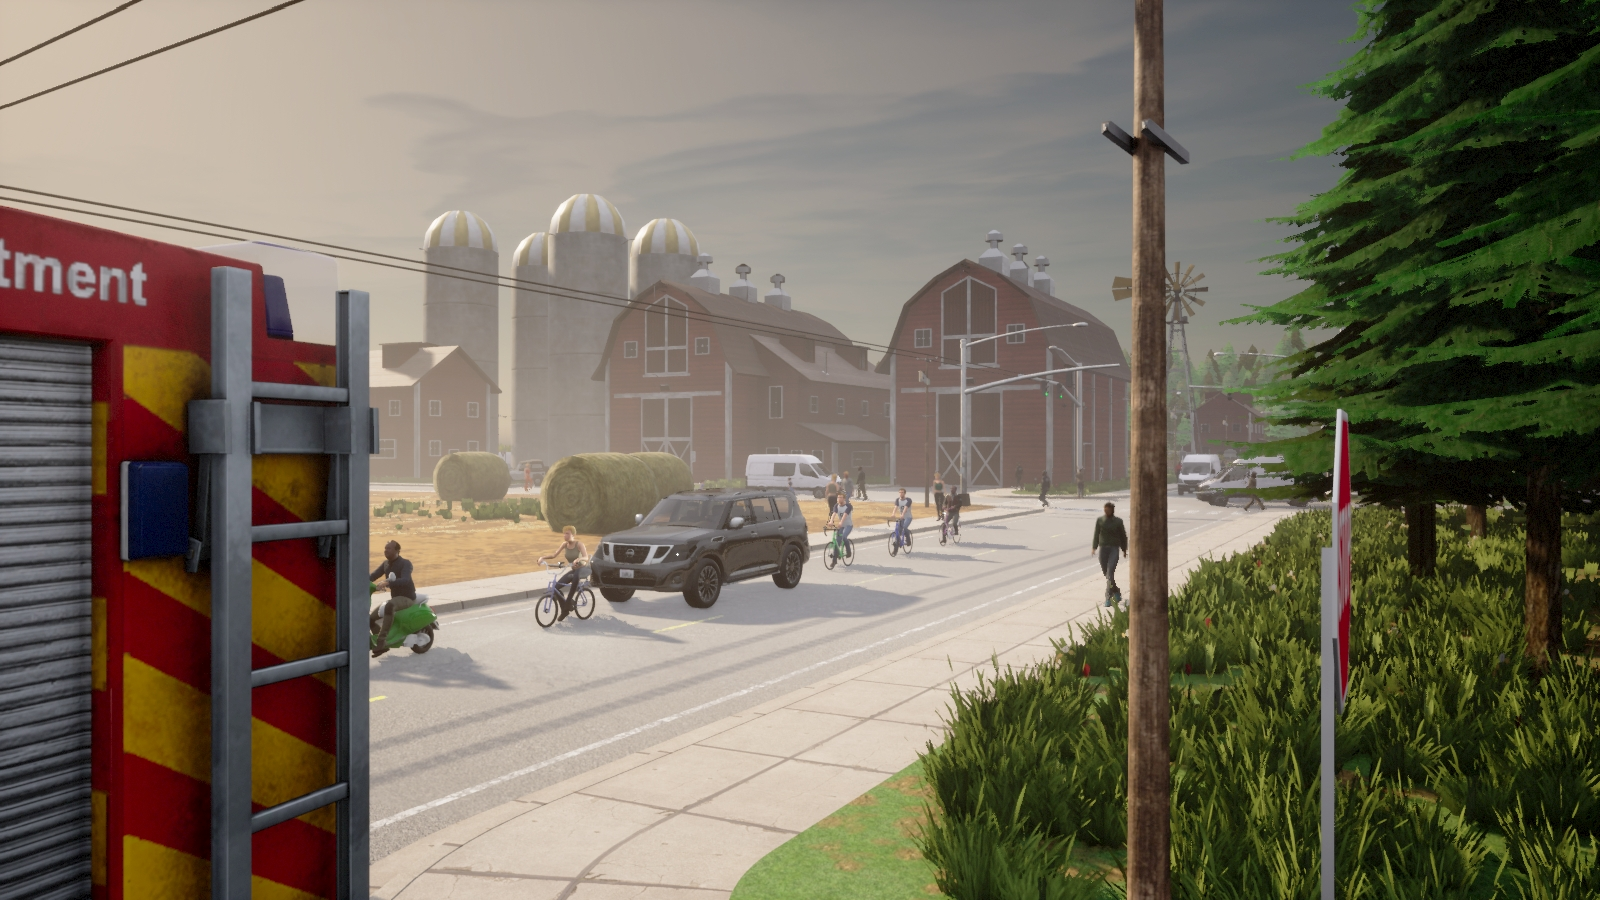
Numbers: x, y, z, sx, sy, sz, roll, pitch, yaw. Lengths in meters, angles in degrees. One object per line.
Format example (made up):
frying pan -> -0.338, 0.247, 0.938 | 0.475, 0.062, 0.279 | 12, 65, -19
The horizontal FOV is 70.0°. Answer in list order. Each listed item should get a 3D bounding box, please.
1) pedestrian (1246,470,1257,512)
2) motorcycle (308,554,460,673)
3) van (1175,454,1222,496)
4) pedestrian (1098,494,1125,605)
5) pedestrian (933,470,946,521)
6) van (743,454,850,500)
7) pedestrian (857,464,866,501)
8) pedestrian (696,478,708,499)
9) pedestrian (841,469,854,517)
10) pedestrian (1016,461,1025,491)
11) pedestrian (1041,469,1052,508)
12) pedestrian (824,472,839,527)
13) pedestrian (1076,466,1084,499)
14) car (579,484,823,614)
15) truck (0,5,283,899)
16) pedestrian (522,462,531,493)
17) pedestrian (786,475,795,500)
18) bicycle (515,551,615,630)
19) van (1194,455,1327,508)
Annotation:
pedestrian -> 20.358, 1.838, 51.557 | 0.375, 1.860, 0.375 | 0, 0, 37
motorcycle -> -5.551, 2.142, 15.363 | 0.856, 1.316, 1.805 | 0, 0, 28
van -> 25.720, 1.534, 73.539 | 1.988, 2.561, 5.915 | 0, 0, 28
pedestrian -> 5.370, 1.696, 19.670 | 0.375, 1.860, 0.375 | 0, 0, 28
pedestrian -> 5.211, 1.695, 42.640 | 0.375, 1.860, 0.375 | 0, 0, 25
van -> -0.217, 1.504, 65.699 | 5.915, 2.561, 1.988 | 0, 0, 27
pedestrian -> 3.149, 1.670, 58.779 | 0.375, 1.860, 0.375 | 0, 0, 21
pedestrian -> -5.268, 2.049, 61.401 | 0.500, 1.100, 0.500 | 0, 0, 24
pedestrian -> 1.881, 1.677, 45.016 | 0.375, 1.860, 0.375 | 0, 0, 41
pedestrian -> 13.515, 1.587, 69.946 | 0.375, 1.860, 0.375 | 0, 0, -36
pedestrian -> 11.769, 1.837, 54.572 | 0.375, 1.860, 0.375 | 0, 0, -37
pedestrian -> 1.081, 1.686, 39.118 | 0.375, 1.860, 0.375 | 0, 0, 25
pedestrian -> 15.864, 1.824, 64.692 | 0.375, 1.860, 0.375 | 0, 0, 28
car -> -1.735, 1.779, 22.475 | 2.150, 2.045, 5.566 | 0, 0, 27
truck -> -6.058, 0.867, 3.679 | 8.468, 3.827, 2.891 | 0, 0, 21
pedestrian -> -16.762, 1.671, 70.062 | 0.375, 1.860, 0.375 | 0, 0, 28
pedestrian -> -0.486, 1.951, 60.024 | 0.375, 1.300, 0.375 | 0, 0, 20
bicycle -> -3.810, 2.256, 18.631 | 0.859, 1.080, 1.487 | 0, 0, 28
van -> 22.807, 1.521, 56.855 | 5.915, 2.561, 1.988 | 0, 0, 14
